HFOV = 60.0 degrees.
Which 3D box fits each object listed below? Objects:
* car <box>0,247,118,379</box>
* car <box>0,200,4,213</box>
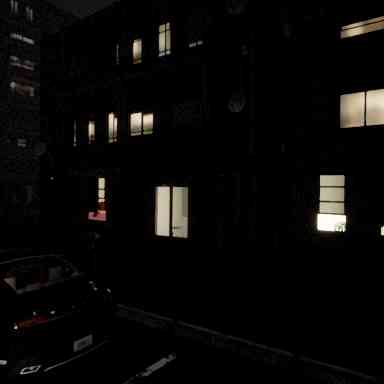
[{"bbox_3d":[-3.065,1.549,5.200,4.403,1.369,2.008,0,1,35],"label":"car"},{"bbox_3d":[-23.258,1.622,36.177,2.008,1.369,4.403,1,0,36],"label":"car"}]
